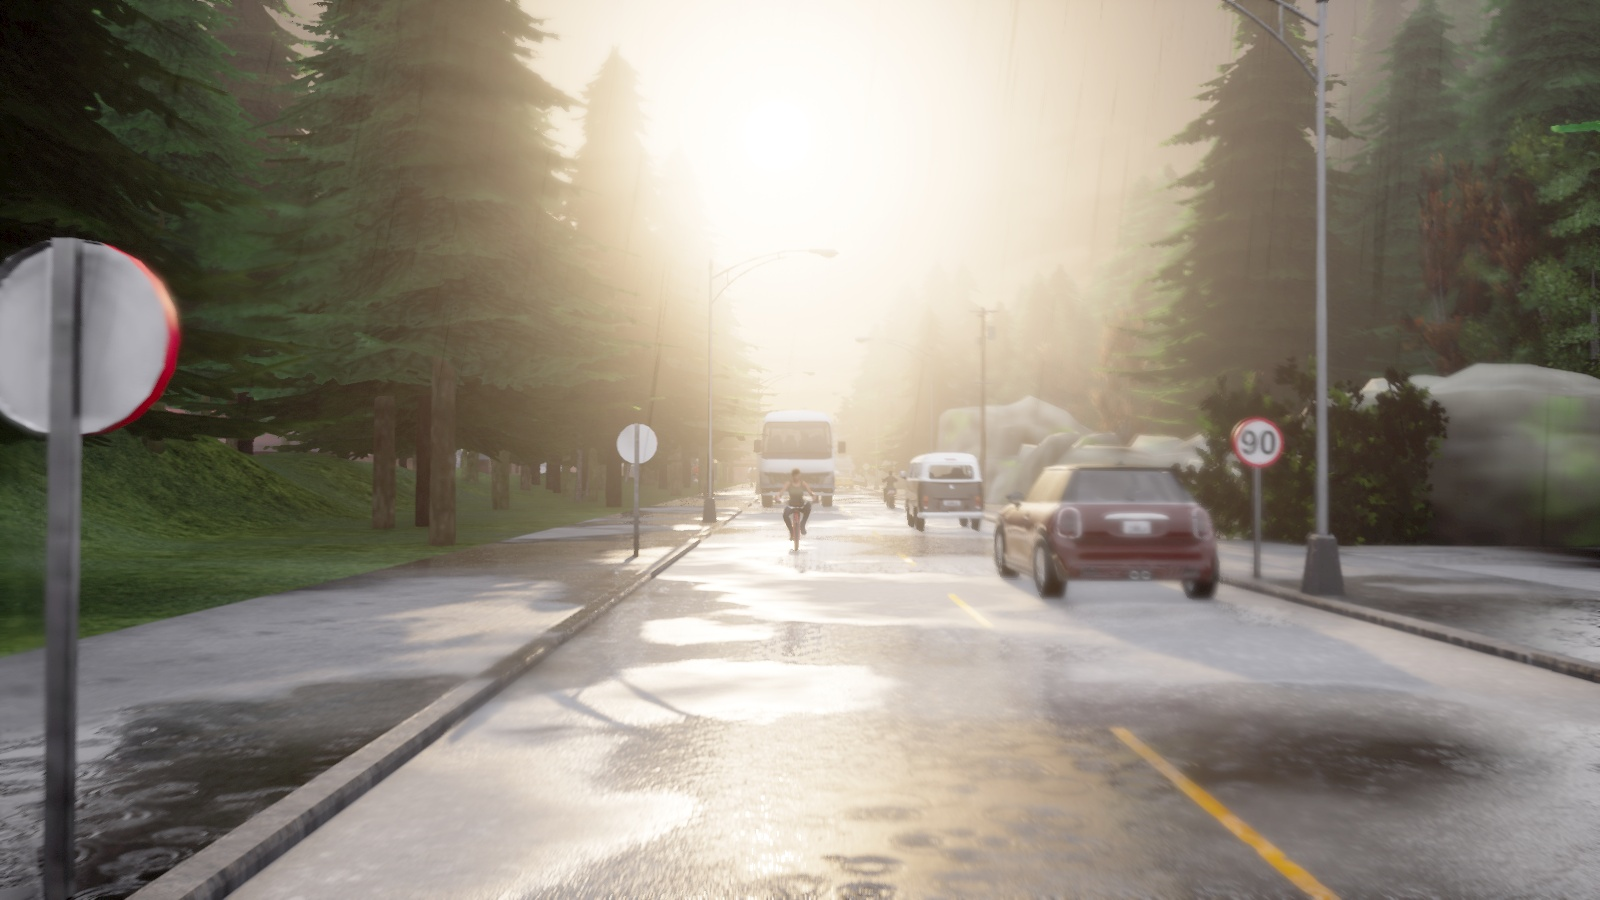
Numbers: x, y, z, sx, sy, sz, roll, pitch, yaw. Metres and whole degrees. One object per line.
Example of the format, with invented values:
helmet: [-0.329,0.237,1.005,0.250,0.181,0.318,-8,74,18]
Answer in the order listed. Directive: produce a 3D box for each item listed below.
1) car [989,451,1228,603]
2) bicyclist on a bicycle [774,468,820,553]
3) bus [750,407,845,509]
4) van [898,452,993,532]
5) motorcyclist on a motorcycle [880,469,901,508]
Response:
car: [3.956,0.942,17.007,2.097,1.767,4.553,0,-1,0]
bicyclist on a bicycle: [-0.057,1.166,24.806,0.866,1.612,1.509,0,-1,0]
bus: [-0.108,0.400,57.468,3.944,4.253,10.273,0,-1,0]
van: [3.920,1.101,34.474,2.069,2.038,4.480,0,-1,0]
motorcyclist on a motorcycle: [3.897,1.657,54.236,0.766,1.649,2.350,0,-1,0]
